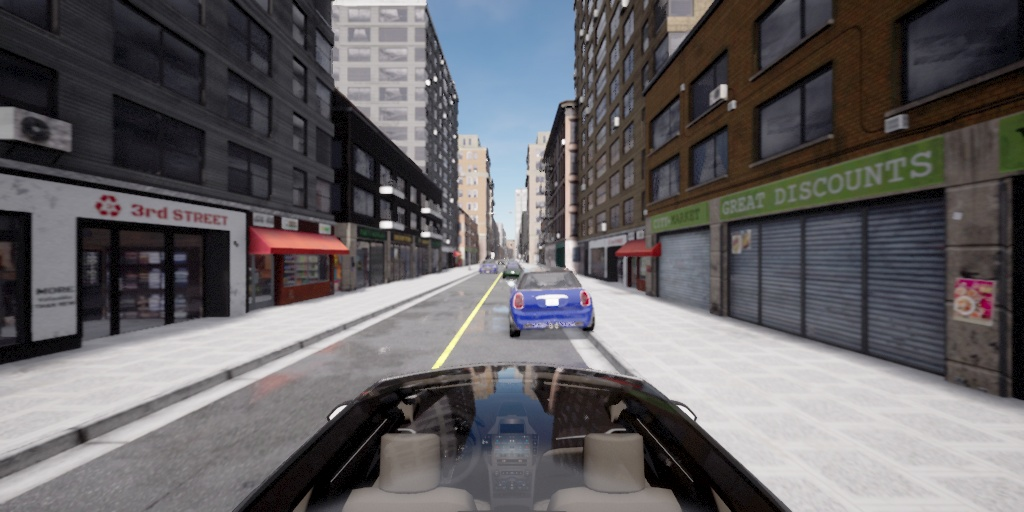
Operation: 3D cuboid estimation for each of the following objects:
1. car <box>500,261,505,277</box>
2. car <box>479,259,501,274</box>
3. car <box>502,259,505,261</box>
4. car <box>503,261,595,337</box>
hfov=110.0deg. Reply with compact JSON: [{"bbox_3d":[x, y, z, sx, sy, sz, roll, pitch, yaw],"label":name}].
[{"bbox_3d":[0.114,1.415,34.574,1.994,1.385,4.181,0,0,1],"label":"car"},{"bbox_3d":[-2.754,1.225,42.697,2.097,1.767,4.553,0,0,0],"label":"car"},{"bbox_3d":[0.136,1.377,48.015,2.128,1.511,4.902,0,0,1],"label":"car"},{"bbox_3d":[0.945,1.099,10.514,2.097,1.767,4.553,-2,0,0],"label":"car"}]
